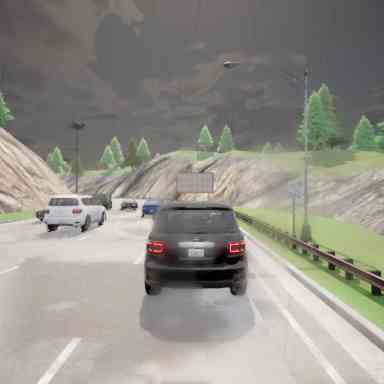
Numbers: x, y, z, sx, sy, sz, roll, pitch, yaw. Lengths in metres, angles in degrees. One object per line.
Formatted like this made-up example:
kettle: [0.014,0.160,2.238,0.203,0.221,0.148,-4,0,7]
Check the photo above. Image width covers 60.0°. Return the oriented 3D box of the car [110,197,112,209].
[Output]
car: [-11.308,1.222,41.328,2.150,2.045,5.566,0,0,-6]

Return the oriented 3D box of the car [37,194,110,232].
car: [-6.925,1.220,20.214,2.150,2.045,5.566,0,0,0]

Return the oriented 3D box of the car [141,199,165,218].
car: [-3.589,1.476,31.379,1.882,1.535,5.008,0,0,-2]

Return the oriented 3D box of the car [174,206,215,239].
car: [0.107,1.558,18.064,1.994,1.385,4.181,0,0,0]

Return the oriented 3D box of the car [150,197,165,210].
car: [-4.619,1.503,44.089,1.837,1.490,4.892,0,0,-7]

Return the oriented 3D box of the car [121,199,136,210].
car: [-7.885,1.598,42.257,1.895,1.301,4.718,0,0,-7]

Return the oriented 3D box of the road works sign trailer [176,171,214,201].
road works sign trailer: [0.189,0.463,21.560,2.380,3.560,2.880,0,0,0]

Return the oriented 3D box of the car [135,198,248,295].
car: [0.088,1.221,8.840,2.150,2.045,5.566,0,0,0]

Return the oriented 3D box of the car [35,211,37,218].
car: [-10.451,1.599,26.366,1.895,1.301,4.718,0,0,0]
